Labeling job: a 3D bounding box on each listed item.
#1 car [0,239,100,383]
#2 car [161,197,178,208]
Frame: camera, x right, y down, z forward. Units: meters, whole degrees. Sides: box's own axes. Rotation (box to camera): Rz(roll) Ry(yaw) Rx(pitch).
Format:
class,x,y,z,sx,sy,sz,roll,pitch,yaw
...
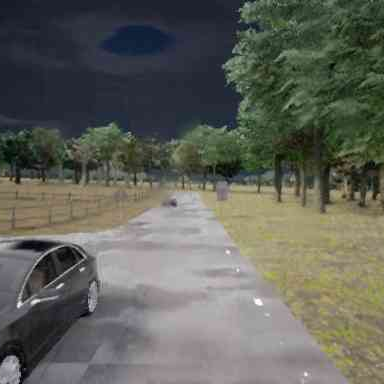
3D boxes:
class,x,y,z,sx,sy,sz,roll,pitch,yaw
car,-2.744,1.553,4.786,1.837,1.490,4.892,0,0,0
car,-2.736,1.266,40.993,1.895,1.301,4.718,0,1,0
